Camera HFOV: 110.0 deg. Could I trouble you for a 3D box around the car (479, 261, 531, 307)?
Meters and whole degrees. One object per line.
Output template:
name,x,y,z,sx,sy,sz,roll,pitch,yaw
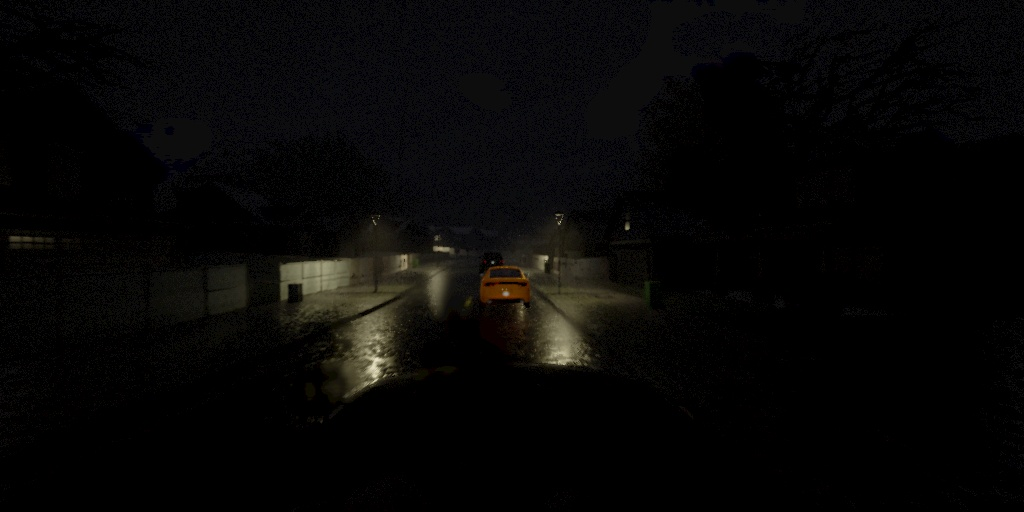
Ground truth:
car,-0.338,1.152,15.072,1.882,1.535,5.008,0,1,-3

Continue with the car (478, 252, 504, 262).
car,-1.948,0.620,33.960,2.150,2.045,5.566,0,1,-6
